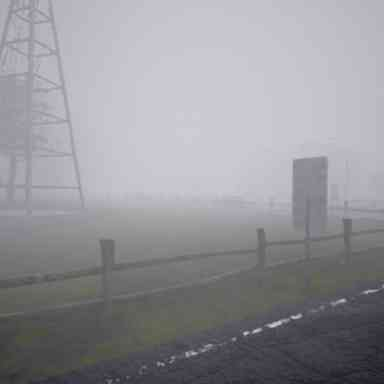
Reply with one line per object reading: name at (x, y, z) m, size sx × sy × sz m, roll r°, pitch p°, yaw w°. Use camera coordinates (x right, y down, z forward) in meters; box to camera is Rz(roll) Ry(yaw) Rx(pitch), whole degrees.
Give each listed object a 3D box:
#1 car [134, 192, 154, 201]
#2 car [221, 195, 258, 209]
car at (-8.187, 0.775, 56.655) m, size 1.882 × 1.535 × 5.008 m, roll 1°, pitch 0°, yaw -35°
car at (5.264, 1.106, 37.597) m, size 1.837 × 1.490 × 4.892 m, roll 1°, pitch 0°, yaw -35°
